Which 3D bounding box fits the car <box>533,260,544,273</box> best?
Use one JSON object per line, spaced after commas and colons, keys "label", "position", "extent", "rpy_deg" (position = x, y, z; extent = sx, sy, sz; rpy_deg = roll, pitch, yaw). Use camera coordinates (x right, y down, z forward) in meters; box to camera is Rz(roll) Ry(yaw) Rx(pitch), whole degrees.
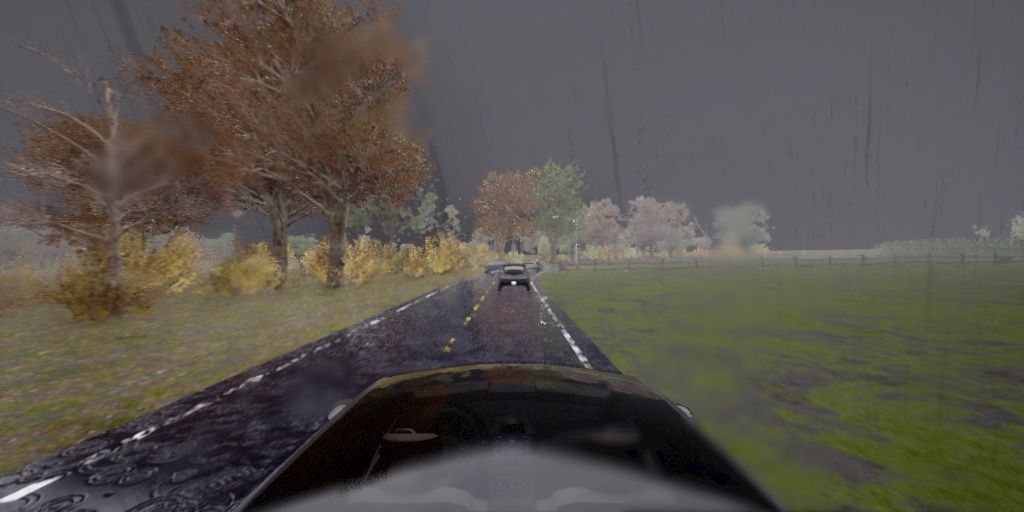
{"label": "car", "position": [2.497, 1.153, 41.581], "extent": [2.128, 1.511, 4.902], "rpy_deg": [0, 0, 13]}

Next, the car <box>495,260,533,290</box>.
{"label": "car", "position": [0.147, 1.221, 21.948], "extent": [1.837, 1.490, 4.892], "rpy_deg": [0, 0, 1]}

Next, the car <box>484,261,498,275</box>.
{"label": "car", "position": [-1.421, 1.216, 37.483], "extent": [2.033, 1.411, 5.357], "rpy_deg": [0, 0, 10]}
